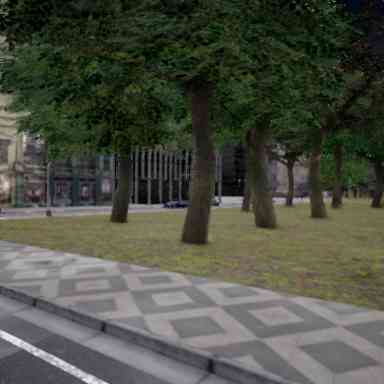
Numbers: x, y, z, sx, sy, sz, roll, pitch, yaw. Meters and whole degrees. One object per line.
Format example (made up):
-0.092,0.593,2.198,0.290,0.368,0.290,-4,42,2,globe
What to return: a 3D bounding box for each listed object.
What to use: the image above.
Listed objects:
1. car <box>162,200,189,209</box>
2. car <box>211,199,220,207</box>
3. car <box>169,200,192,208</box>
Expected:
-2.682,2.141,54.248,1.895,1.301,4.718,1,0,34,car
3.704,2.169,63.851,1.837,1.490,4.892,1,0,34,car
-2.027,2.138,60.686,1.994,1.385,4.181,1,0,34,car
